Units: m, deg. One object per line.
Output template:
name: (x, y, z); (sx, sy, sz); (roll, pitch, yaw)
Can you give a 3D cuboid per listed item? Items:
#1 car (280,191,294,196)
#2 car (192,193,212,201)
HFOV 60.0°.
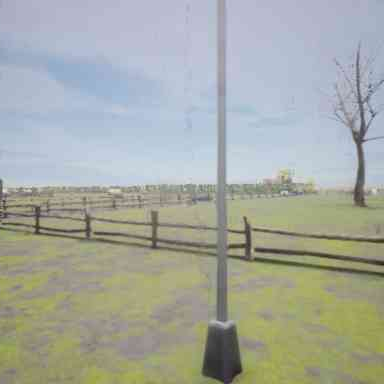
car: (24.181, 0.408, 86.189); (1.812, 1.442, 4.674); (-1, 0, 34)
car: (1.678, 0.941, 58.264); (1.994, 1.385, 4.181); (-1, 0, 34)
